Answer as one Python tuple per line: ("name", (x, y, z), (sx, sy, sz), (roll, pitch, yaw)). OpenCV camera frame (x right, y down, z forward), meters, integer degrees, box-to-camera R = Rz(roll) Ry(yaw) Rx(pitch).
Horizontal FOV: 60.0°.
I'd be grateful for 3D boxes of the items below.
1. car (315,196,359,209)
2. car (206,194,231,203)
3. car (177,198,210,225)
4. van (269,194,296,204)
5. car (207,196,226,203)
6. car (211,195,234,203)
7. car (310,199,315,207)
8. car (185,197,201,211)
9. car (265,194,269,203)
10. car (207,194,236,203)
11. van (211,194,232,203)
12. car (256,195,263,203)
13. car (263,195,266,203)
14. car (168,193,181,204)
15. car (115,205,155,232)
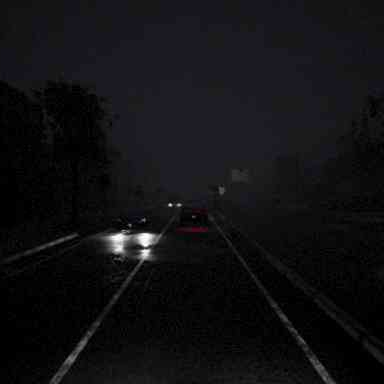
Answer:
("car", (18.792, 1.285, 42.715), (4.553, 1.767, 2.185), (0, 0, 0))
("car", (6.267, 1.540, 79.388), (5.566, 2.045, 2.435), (0, -1, -1))
("car", (0.121, 1.460, 24.147), (1.882, 1.535, 5.008), (0, 0, 0))
("van", (18.489, 1.305, 66.682), (4.442, 1.987, 1.878), (0, -1, 0))
("car", (6.200, 1.838, 85.335), (4.553, 1.767, 2.185), (0, -2, -1))
("car", (6.343, 1.459, 70.159), (4.553, 1.767, 2.185), (0, -1, 0))
("car", (18.725, 1.449, 45.885), (4.674, 1.452, 2.002), (0, 0, 0))
("car", (0.134, 1.473, 41.559), (1.837, 1.490, 4.892), (0, 0, 0))
("car", (18.771, 1.573, 69.474), (5.366, 1.575, 1.946), (0, -1, 0))
("car", (6.148, 1.535, 67.237), (5.366, 1.575, 1.946), (0, -1, 0))
("van", (6.407, 1.421, 73.198), (4.442, 1.987, 1.878), (0, -1, 0))
("car", (18.497, 1.501, 77.854), (5.566, 2.045, 2.435), (0, -2, -1))
("car", (18.752, 1.622, 72.134), (5.366, 1.575, 1.946), (0, -1, 0))
("car", (-3.251, 1.213, 62.282), (2.150, 2.045, 5.566), (0, -1, 1))
("car", (-3.332, 1.512, 20.218), (1.812, 1.442, 4.674), (0, 0, 0))
